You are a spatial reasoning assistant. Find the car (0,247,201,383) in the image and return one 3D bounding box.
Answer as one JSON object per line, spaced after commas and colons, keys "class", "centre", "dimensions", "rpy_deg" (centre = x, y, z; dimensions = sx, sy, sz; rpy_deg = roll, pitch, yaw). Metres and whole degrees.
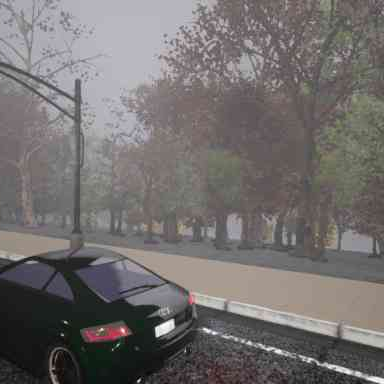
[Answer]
{"class": "car", "centre": [-1.945, 1.563, 5.073], "dimensions": [4.181, 1.385, 1.994], "rpy_deg": [0, 0, 36]}
